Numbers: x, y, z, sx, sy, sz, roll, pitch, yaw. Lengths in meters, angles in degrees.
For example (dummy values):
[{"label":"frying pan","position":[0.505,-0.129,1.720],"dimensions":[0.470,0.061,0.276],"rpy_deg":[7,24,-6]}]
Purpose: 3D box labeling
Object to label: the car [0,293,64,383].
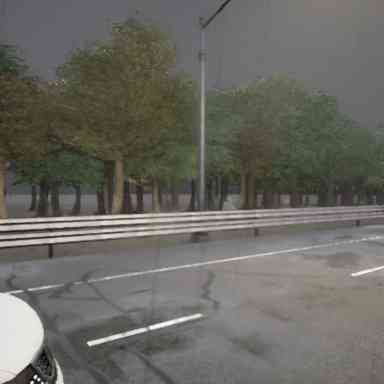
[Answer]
[{"label":"car","position":[-3.442,1.211,1.298],"dimensions":[5.566,2.045,2.150],"rpy_deg":[0,0,-35]}]
